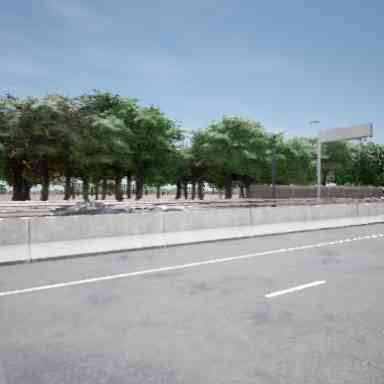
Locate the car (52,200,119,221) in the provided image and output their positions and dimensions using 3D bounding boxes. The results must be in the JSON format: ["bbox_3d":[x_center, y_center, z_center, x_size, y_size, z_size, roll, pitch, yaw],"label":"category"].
[{"bbox_3d":[-8.808,1.485,27.684,5.008,1.535,1.882,0,0,-34],"label":"car"}]

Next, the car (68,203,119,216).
[{"bbox_3d":[-5.250,1.607,21.654,4.718,1.301,1.895,0,0,-35],"label":"car"}]

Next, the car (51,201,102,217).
[{"bbox_3d":[-7.658,1.499,24.242,4.902,1.511,2.128,0,0,-35],"label":"car"}]

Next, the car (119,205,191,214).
[{"bbox_3d":[-1.666,1.532,19.885,4.674,1.442,1.812,0,0,-35],"label":"car"}]
